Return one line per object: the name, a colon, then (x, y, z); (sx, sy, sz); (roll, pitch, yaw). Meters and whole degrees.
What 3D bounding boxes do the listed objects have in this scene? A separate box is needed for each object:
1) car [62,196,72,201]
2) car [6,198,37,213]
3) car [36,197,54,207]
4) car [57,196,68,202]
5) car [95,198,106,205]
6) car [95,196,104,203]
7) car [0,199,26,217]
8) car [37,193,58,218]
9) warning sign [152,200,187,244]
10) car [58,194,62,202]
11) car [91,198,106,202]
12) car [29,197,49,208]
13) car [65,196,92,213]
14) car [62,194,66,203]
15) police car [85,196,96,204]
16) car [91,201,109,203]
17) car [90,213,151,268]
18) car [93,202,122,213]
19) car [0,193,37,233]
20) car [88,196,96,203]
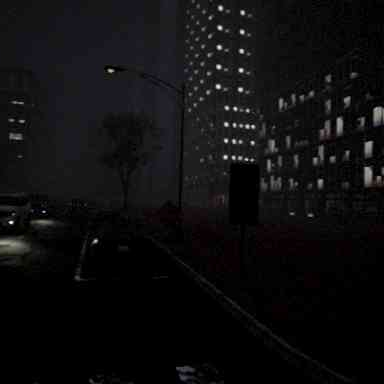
car: (-33.565, 1.756, 89.253); (1.947, 1.339, 4.313); (3, -1, -16)
car: (-18.205, 1.424, 35.718); (2.008, 1.369, 4.403); (3, -1, -16)
car: (-22.764, 1.491, 51.616); (1.752, 1.417, 4.829); (3, -1, -16)
car: (-30.492, 1.670, 78.546); (1.887, 1.381, 4.507); (3, -1, -16)
car: (-19.370, 1.943, 70.145); (2.008, 1.369, 4.403); (3, -1, -16)
car: (-22.437, 1.896, 80.855); (1.967, 1.590, 4.097); (3, -1, -16)
car: (-16.669, 1.409, 30.364); (1.947, 1.339, 4.313); (3, -1, -16)
car: (-13.749, 1.156, 29.628); (2.150, 2.045, 5.566); (2, -1, -16)
warning sign: (-1.017, 1.279, 14.755); (1.300, 1.860, 1.060); (1, -2, -16)
car: (-24.336, 1.313, 57.138); (2.192, 1.841, 5.009); (3, -1, -16)
car: (-10.155, 1.755, 38.024); (2.008, 1.369, 4.403); (3, -1, -16)
car: (-21.278, 1.501, 46.425); (1.947, 1.339, 4.313); (3, -1, -16)
car: (-12.905, 1.456, 38.025); (2.097, 1.767, 4.553); (2, -1, -16)
car: (-28.944, 1.409, 73.197); (2.192, 1.841, 5.009); (3, -1, -16)
police car: (-21.795, 1.748, 71.306); (1.930, 1.638, 5.238); (2, -1, -18)
car: (-7.083, 1.695, 27.317); (2.008, 1.369, 4.403); (3, -1, -16)
car: (-2.477, 1.621, 11.257); (1.947, 1.339, 4.313); (3, -1, -16)
car: (-5.547, 1.659, 21.963); (1.887, 1.381, 4.507); (3, -1, -16)
car: (-10.737, 1.099, 19.075); (2.150, 2.045, 5.566); (2, -1, -16)
car: (-24.391, 1.845, 81.062); (1.801, 1.575, 5.366); (2, -1, -16)
